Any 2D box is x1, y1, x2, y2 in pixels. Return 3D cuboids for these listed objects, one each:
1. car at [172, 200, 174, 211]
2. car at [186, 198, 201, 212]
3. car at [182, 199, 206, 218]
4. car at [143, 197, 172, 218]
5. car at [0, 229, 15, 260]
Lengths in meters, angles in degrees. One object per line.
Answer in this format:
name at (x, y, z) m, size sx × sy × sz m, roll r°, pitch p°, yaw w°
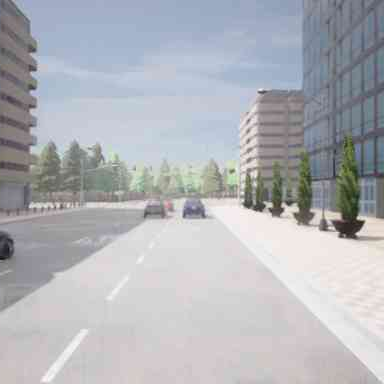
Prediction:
car at (-3.324, 1.429, 40.892) m, size 2.097 × 1.767 × 4.553 m, roll 0°, pitch 0°, yaw 0°
car at (0.182, 1.588, 41.724) m, size 1.837 × 1.490 × 4.892 m, roll 0°, pitch 0°, yaw 0°
car at (0.169, 1.412, 31.192) m, size 2.097 × 1.767 × 4.553 m, roll 0°, pitch 0°, yaw 0°
car at (-3.336, 1.548, 30.993) m, size 2.128 × 1.511 × 4.902 m, roll 0°, pitch 0°, yaw 0°
car at (-7.071, 1.576, 9.679) m, size 1.994 × 1.385 × 4.181 m, roll 0°, pitch 0°, yaw 0°
